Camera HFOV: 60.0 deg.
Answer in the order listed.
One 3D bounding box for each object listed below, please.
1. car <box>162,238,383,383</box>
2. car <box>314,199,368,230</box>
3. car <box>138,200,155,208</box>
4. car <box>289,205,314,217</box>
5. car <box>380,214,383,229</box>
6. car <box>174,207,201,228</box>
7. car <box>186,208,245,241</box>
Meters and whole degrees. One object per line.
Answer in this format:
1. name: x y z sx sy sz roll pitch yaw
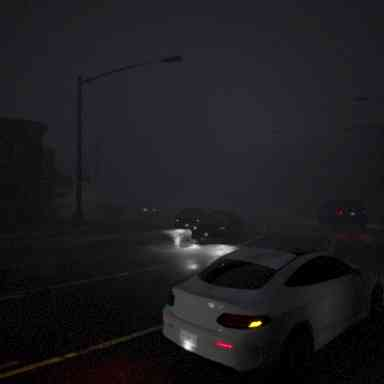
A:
1. car: 1.618 1.598 5.563 4.674 1.442 1.812 1 -1 -44
2. car: 10.817 1.542 24.223 2.150 2.045 5.566 0 -1 8
3. car: -8.384 2.195 60.735 1.882 1.535 5.008 0 -1 -26
4. car: 13.089 2.092 38.094 1.895 1.301 4.718 0 -1 -14
5. car: 13.601 1.641 20.996 2.097 1.767 4.553 0 -1 13
6. car: 0.115 1.841 24.616 2.033 1.411 5.357 0 -1 10
7. car: 1.572 1.743 17.791 1.812 1.442 4.674 0 -1 23
